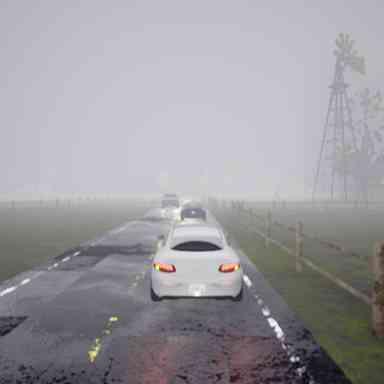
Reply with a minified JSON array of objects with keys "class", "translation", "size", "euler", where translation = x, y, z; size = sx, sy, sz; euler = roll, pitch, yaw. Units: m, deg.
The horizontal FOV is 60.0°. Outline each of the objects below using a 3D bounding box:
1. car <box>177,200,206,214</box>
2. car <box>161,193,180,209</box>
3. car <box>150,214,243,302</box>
[{"class":"car","translation":[0.099,1.463,26.383],"size":[1.994,1.385,4.181],"euler":[0,0,0]},{"class":"car","translation":[-2.742,1.132,43.308],"size":[2.150,2.045,5.566],"euler":[0,0,0]},{"class":"car","translation":[0.095,1.496,8.078],"size":[1.812,1.442,4.674],"euler":[0,0,0]}]
